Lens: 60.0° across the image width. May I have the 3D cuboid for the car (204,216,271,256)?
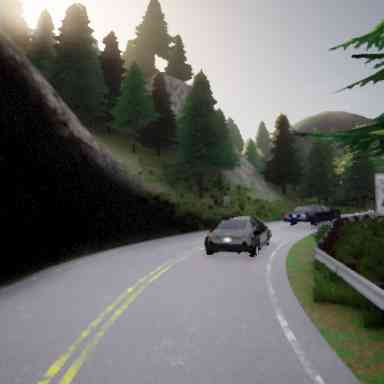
[{"bbox_3d":[1.979,1.676,13.677,1.994,1.385,4.181,-2,-1,21],"label":"car"}]

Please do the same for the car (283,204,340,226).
[{"bbox_3d":[8.547,1.559,23.454,5.357,1.411,2.033,-2,-3,-43],"label":"car"}]
